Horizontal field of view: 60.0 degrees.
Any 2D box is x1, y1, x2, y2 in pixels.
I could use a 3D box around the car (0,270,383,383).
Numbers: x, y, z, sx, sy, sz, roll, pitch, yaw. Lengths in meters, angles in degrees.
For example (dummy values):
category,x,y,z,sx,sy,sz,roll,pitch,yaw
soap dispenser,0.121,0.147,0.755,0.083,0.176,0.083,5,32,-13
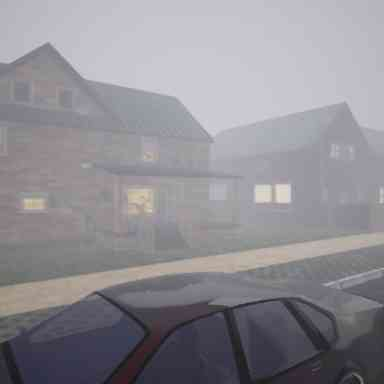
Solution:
category,x,y,z,sx,sy,sz,roll,pitch,yaw
car,-0.186,1.546,2.938,5.357,1.411,2.033,0,0,-36
